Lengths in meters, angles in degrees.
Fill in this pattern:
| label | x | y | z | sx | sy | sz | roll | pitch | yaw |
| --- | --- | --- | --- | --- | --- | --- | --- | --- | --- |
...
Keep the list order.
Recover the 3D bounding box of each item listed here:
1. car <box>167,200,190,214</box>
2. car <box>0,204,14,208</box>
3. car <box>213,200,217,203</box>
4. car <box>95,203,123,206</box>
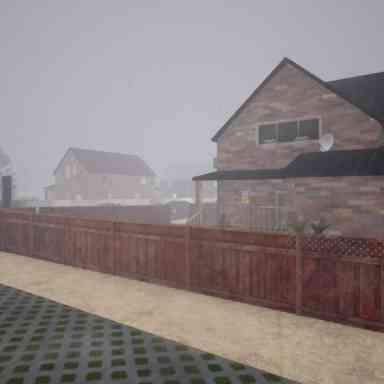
| label | x | y | z | sx | sy | sz | roll | pitch | yaw |
| --- | --- | --- | --- | --- | --- | --- | --- | --- | --- |
| car | -1.793 | 1.701 | 37.833 | 1.837 | 1.490 | 4.892 | 0 | 0 | 35 |
| car | -13.252 | 1.579 | 21.632 | 1.837 | 1.490 | 4.892 | 0 | 0 | 34 |
| car | 4.161 | 1.744 | 46.159 | 1.882 | 1.535 | 5.008 | 0 | 0 | 36 |
| car | -7.607 | 1.680 | 29.663 | 2.033 | 1.411 | 5.357 | 0 | 0 | 36 |
